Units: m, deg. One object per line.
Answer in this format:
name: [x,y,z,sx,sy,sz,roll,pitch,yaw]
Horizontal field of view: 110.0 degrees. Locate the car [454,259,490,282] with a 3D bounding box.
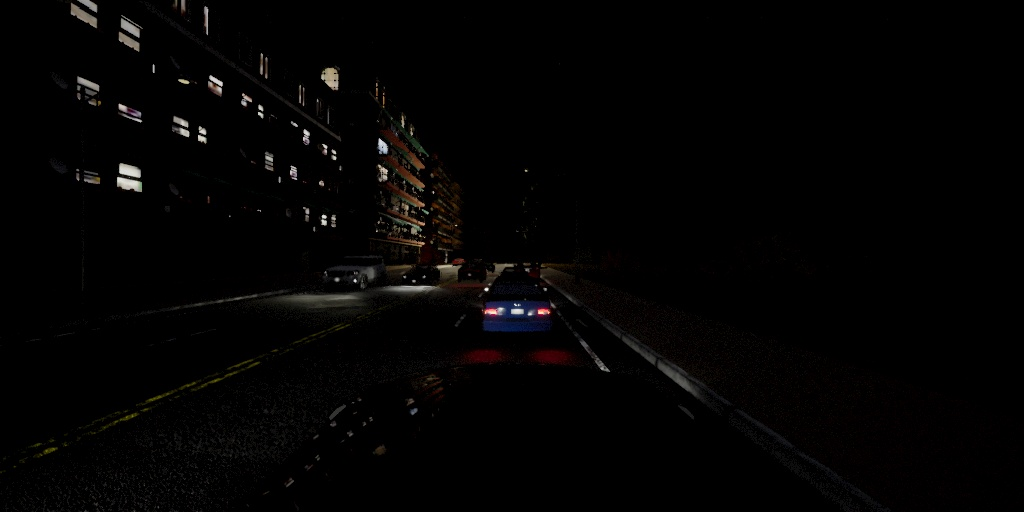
car: [-3.100,1.231,28.591,1.882,1.535,5.008,0,0,0]

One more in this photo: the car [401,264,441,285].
car: [-6.556,1.301,26.621,2.033,1.411,5.357,0,0,0]

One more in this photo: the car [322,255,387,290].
car: [-9.813,0.974,22.885,2.150,2.045,5.566,0,0,0]

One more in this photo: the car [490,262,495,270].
car: [-3.070,1.354,44.377,1.895,1.301,4.718,0,0,0]

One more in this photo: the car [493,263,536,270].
car: [0.129,1.317,20.916,1.994,1.385,4.181,0,0,1]

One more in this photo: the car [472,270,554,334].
car: [0.117,1.299,10.583,2.033,1.411,5.357,0,0,0]

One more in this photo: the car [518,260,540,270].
car: [1.189,1.105,29.851,2.097,1.767,4.553,0,0,0]
